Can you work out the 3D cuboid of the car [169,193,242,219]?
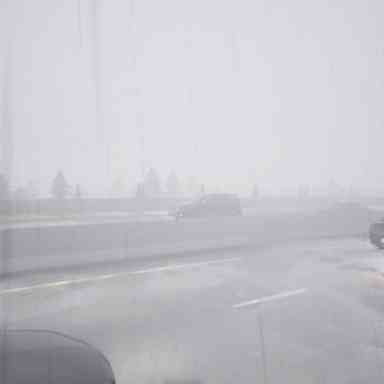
[{"bbox_3d":[1.098,1.115,24.648,5.566,2.045,2.150,0,0,-27],"label":"car"}]

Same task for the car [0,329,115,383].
[{"bbox_3d":[-2.685,1.512,1.698,4.674,1.442,1.812,0,0,-36],"label":"car"}]

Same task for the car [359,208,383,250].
[{"bbox_3d":[8.905,1.465,12.683,4.892,1.490,1.837,0,0,-27],"label":"car"}]

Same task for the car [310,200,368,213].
[{"bbox_3d":[11.228,1.415,25.361,4.892,1.490,1.837,0,0,-21],"label":"car"}]
